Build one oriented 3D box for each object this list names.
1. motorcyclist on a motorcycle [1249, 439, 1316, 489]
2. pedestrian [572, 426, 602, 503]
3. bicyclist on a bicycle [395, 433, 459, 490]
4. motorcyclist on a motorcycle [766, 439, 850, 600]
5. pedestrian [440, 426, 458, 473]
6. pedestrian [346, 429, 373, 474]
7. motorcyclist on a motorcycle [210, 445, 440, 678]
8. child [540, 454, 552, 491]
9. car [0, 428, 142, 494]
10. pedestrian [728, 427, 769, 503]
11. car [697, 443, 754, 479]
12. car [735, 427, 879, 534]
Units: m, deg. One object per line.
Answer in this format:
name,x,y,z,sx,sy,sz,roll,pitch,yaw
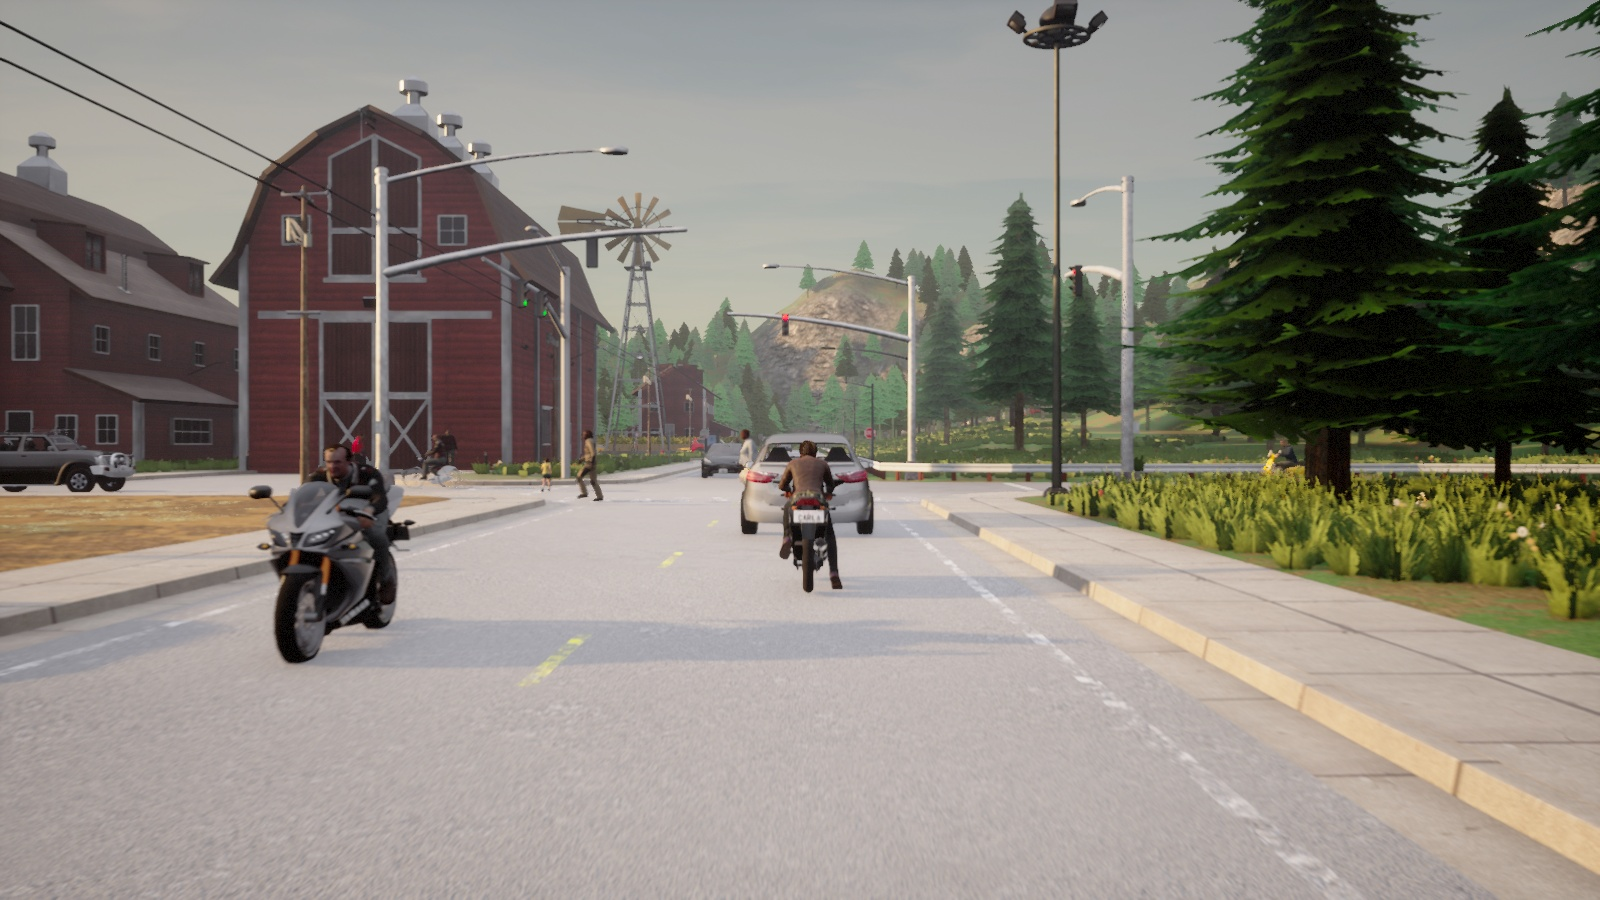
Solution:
motorcyclist on a motorcycle,15.485,0.458,40.360,1.817,1.590,0.866,0,0,-1
pedestrian,-5.317,0.360,31.345,0.692,1.930,0.396,0,0,0
bicyclist on a bicycle,-11.866,0.355,40.008,1.843,1.776,0.659,0,0,-1
motorcyclist on a motorcycle,0.084,0.656,12.957,0.797,1.523,2.044,0,0,0
pedestrian,-13.843,-0.030,49.528,0.634,1.844,0.899,0,0,-21
pedestrian,-18.184,0.055,51.852,0.899,1.844,0.634,0,0,-6
motorcyclist on a motorcycle,-3.435,0.726,9.347,0.866,1.530,2.191,0,0,0
child,-7.657,0.682,37.888,0.255,1.110,0.394,0,0,3
car,-21.886,0.310,36.379,4.605,1.855,1.932,0,1,-1
pedestrian,-1.272,0.363,31.244,0.900,1.855,0.874,0,0,5
car,-3.196,0.436,54.604,2.163,1.488,4.792,0,0,0
car,0.129,0.468,21.870,2.242,1.667,4.611,0,0,1
